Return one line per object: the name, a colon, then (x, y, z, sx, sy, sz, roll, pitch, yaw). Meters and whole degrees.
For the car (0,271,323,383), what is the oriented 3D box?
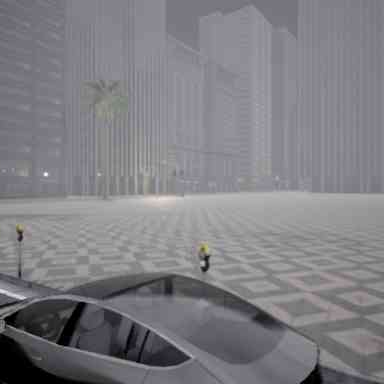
car: (-0.857, 1.567, 3.572, 4.313, 1.339, 1.947, 0, 0, 35)
